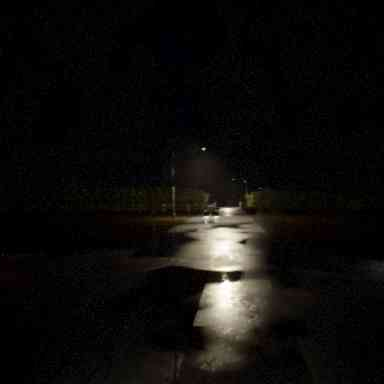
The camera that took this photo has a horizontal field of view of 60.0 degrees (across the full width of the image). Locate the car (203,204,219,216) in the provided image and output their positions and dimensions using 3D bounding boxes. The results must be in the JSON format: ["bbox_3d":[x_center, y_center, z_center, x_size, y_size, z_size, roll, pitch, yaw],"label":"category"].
[{"bbox_3d":[2.510,2.248,42.215,2.033,1.411,5.357,-1,-1,7],"label":"car"}]

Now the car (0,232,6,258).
[{"bbox_3d":[-8.382,1.478,10.237,4.553,1.767,2.097,1,-2,1],"label":"car"}]
